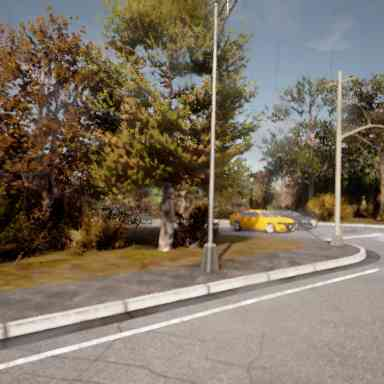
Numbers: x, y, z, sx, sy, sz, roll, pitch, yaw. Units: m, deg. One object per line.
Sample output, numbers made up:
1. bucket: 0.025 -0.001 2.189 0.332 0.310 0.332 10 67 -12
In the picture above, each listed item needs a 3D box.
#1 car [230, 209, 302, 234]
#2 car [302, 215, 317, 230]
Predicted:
1. car: 4.822 2.011 23.354 1.882 1.535 5.008 2 -3 -38
2. car: 7.298 2.151 25.867 2.128 1.511 4.902 2 -3 -37
